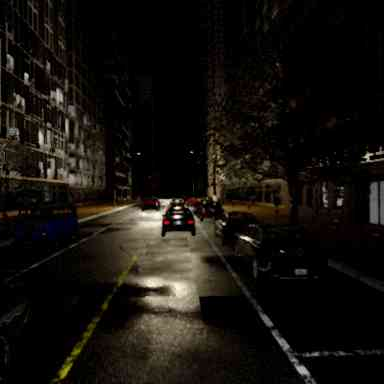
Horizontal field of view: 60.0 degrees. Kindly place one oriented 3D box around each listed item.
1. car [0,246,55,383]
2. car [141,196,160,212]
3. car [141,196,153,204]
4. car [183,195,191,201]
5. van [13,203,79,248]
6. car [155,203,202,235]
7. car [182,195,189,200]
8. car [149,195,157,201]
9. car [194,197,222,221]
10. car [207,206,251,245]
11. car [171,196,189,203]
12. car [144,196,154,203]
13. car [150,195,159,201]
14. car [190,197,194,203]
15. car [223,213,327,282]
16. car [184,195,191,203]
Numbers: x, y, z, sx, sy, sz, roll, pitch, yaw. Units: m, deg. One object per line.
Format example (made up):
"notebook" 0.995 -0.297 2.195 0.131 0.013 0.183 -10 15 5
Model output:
"car" -3.044 1.583 2.424 2.033 1.411 5.357 -1 0 -3
"car" -4.887 1.403 39.784 2.097 1.767 4.553 -1 0 -3
"car" -8.866 1.613 65.993 1.887 1.381 4.507 0 0 -3
"car" -1.335 1.528 83.454 1.947 1.339 4.313 0 0 -3
"van" -6.350 1.417 14.820 1.690 1.788 3.998 -1 0 -3
"car" -0.771 1.563 18.786 2.033 1.411 5.357 -1 0 -3
"car" -1.895 1.513 94.825 1.947 1.339 4.313 0 0 -3
"car" -9.706 1.595 83.050 1.887 1.381 4.507 0 0 -3
"car" 1.462 1.430 26.599 1.967 1.590 4.097 -1 0 -3
"car" 2.022 1.537 15.228 2.008 1.369 4.403 -1 0 -3
"car" -1.789 1.566 39.850 2.033 1.411 5.357 -1 0 -3
"car" -9.146 1.645 71.679 1.802 1.307 4.206 0 0 -3
"car" -9.986 1.610 88.736 1.947 1.339 4.313 0 0 -3
"car" 1.182 1.431 32.285 1.967 1.590 4.097 -1 0 -3
"car" 2.302 1.533 9.543 2.008 1.369 4.403 -1 0 -3
"car" 0.064 1.532 55.027 1.887 1.381 4.507 0 0 -3
